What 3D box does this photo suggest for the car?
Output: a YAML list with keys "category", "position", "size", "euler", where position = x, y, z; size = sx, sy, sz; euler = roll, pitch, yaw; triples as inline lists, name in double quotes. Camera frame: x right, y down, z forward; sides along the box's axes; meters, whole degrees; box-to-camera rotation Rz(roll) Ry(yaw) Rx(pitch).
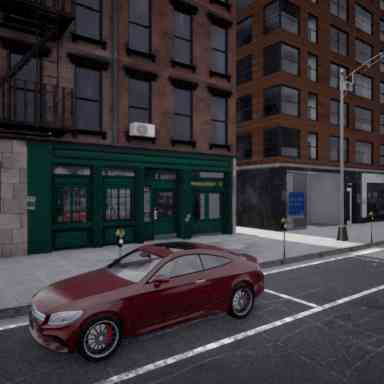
- category: "car"
  position: [-0.520, 1.582, 5.824]
  size: [4.206, 1.307, 1.802]
  euler: [0, 0, -36]
